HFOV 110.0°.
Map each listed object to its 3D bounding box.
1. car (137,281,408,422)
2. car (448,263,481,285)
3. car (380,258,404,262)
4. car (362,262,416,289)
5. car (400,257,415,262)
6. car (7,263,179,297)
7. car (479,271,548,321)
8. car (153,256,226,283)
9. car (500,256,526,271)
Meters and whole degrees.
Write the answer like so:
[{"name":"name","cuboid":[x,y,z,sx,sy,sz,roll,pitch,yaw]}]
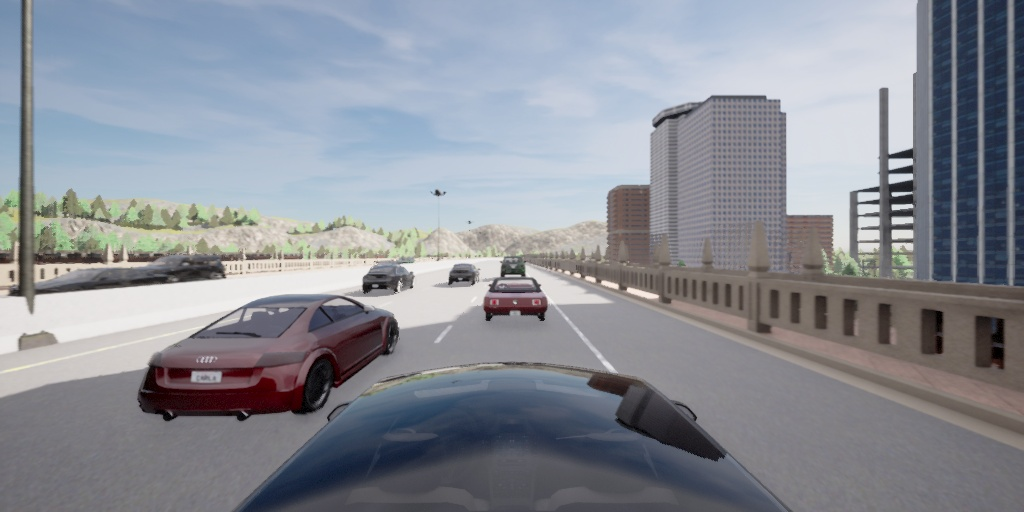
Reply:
[{"name":"car","cuboid":[-3.401,1.314,5.997,1.994,1.385,4.181,0,0,0]},{"name":"car","cuboid":[-3.405,1.278,26.052,1.837,1.490,4.892,0,0,0]},{"name":"car","cuboid":[-14.062,1.273,39.907,1.882,1.535,5.008,0,0,0]},{"name":"car","cuboid":[-6.903,1.270,20.521,1.837,1.490,4.892,0,0,0]},{"name":"car","cuboid":[-17.512,1.151,58.913,2.150,2.045,5.566,0,0,0]},{"name":"car","cuboid":[-17.599,1.237,15.284,1.882,1.535,5.008,0,0,0]},{"name":"car","cuboid":[0.098,1.357,12.495,1.895,1.301,4.718,0,0,0]},{"name":"car","cuboid":[-21.095,0.990,22.793,2.150,2.045,5.566,0,0,0]},{"name":"car","cuboid":[0.093,1.004,32.045,2.150,2.045,5.566,0,0,0]}]
